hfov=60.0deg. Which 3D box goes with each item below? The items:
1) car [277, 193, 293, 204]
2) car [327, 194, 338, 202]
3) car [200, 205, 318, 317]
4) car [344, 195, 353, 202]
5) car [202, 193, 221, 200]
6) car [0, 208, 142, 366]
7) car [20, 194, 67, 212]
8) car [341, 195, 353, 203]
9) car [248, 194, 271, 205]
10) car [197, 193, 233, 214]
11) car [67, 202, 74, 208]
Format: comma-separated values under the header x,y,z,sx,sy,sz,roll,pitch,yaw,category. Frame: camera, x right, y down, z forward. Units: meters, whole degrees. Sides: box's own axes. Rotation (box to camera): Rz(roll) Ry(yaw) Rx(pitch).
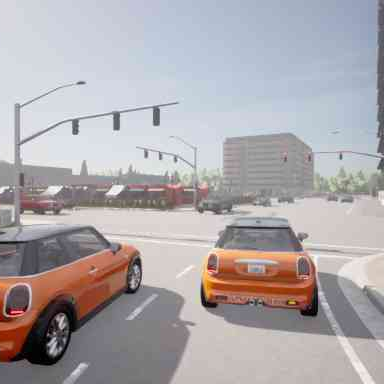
x,y,z,sx,sy,sz,roll,pitch,yaw,category
18.477,1.224,65.580,2.150,2.045,5.566,0,0,28,car
33.550,1.355,79.364,2.097,1.767,4.553,0,0,27,car
1.622,1.352,7.828,2.097,1.767,4.553,0,0,14,car
36.687,1.500,77.809,1.837,1.490,4.892,0,0,27,car
5.058,1.208,86.961,4.605,1.855,1.932,0,0,28,car
-2.494,1.352,6.118,2.097,1.767,4.553,0,0,10,car
-16.132,1.277,34.793,5.566,2.045,2.150,0,0,28,car
32.097,1.595,68.987,1.895,1.301,4.718,0,0,27,car
10.692,1.492,50.799,2.128,1.511,4.902,0,0,28,car
2.558,1.255,35.176,2.150,2.045,5.566,0,0,27,car
-17.841,1.656,43.810,4.718,1.301,1.895,0,0,28,car
